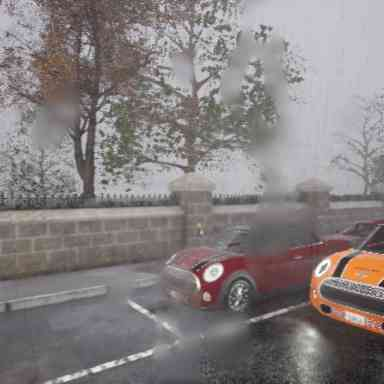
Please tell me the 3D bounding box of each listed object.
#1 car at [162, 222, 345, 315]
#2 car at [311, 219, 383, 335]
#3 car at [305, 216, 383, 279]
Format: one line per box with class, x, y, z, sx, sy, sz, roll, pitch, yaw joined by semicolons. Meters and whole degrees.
car;1.326;1.461;7.509;4.097;1.590;1.967;0;0;-35
car;4.364;1.379;6.478;4.553;1.767;2.097;0;0;-35
car;5.833;1.586;10.721;4.507;1.381;1.887;0;0;-35
